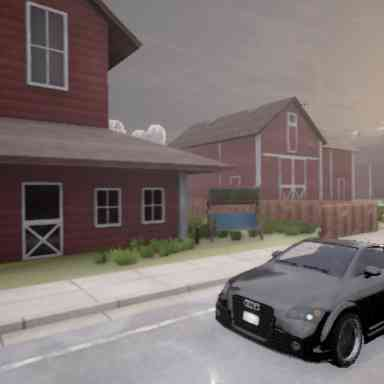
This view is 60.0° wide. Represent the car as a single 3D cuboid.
[{"bbox_3d":[2.425,1.532,5.751,4.181,1.385,1.994,-1,0,-36],"label":"car"}]
